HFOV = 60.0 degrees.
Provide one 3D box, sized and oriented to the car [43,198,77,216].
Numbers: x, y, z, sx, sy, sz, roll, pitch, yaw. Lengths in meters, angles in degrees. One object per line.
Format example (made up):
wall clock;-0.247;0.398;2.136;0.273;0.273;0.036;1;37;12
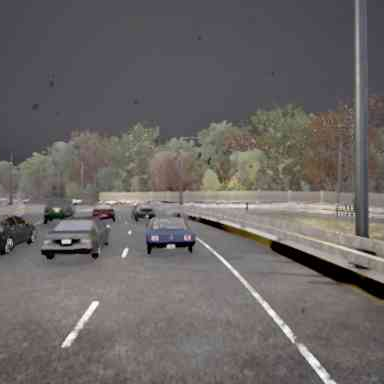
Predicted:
car;-10.994;1.536;27.909;2.150;2.045;5.566;0;0;-16

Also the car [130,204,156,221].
car;-4.511;1.840;30.635;1.837;1.490;4.892;0;0;-16

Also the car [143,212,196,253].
car;-1.080;1.759;14.524;1.895;1.301;4.718;0;-1;-8

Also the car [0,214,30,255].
car;-8.066;1.666;13.915;1.837;1.490;4.892;0;0;-8

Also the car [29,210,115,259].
car;-4.445;1.697;13.378;2.033;1.411;5.357;0;-1;-8

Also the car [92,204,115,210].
car;-8.101;1.812;30.426;1.882;1.535;5.008;0;0;-17
